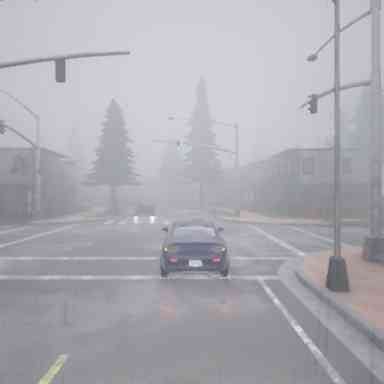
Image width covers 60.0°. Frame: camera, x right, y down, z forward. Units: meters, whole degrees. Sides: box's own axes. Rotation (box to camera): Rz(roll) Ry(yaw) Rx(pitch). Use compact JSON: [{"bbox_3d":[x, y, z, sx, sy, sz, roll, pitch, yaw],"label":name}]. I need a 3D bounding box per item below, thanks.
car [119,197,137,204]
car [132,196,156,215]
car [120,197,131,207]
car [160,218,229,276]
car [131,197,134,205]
[{"bbox_3d":[-12.721,1.640,66.214,1.994,1.385,4.181,0,0,-34],"label":"car"},{"bbox_3d":[-4.797,1.501,34.323,1.882,1.535,5.008,0,0,-6],"label":"car"},{"bbox_3d":[-9.875,1.561,54.032,1.837,1.490,4.892,0,0,-23],"label":"car"},{"bbox_3d":[0.038,1.541,10.279,1.812,1.442,4.674,0,0,-1],"label":"car"},{"bbox_3d":[-6.515,1.392,44.215,2.097,1.767,4.553,0,0,-15],"label":"car"}]
